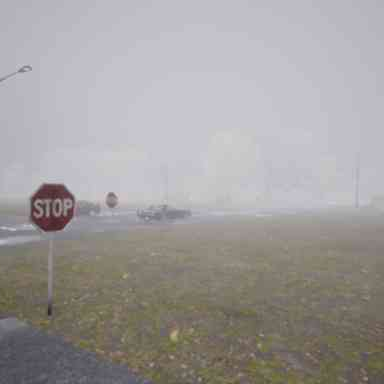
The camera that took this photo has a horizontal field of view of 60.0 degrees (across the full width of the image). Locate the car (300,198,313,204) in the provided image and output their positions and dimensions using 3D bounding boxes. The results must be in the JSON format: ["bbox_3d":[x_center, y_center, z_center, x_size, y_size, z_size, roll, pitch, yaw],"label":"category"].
[{"bbox_3d":[27.703,2.196,80.152,2.033,1.411,5.357,2,0,36],"label":"car"}]

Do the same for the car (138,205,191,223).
[{"bbox_3d":[-2.103,1.711,26.998,1.895,1.301,4.718,2,0,36],"label":"car"}]

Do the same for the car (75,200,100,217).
[{"bbox_3d":[-10.078,1.424,27.912,1.882,1.535,5.008,2,1,36],"label":"car"}]
